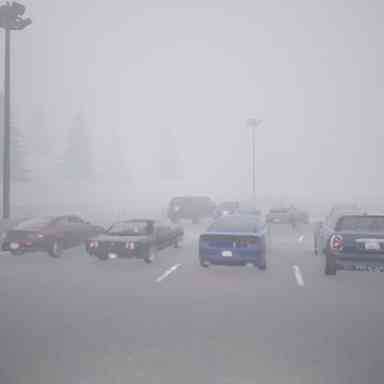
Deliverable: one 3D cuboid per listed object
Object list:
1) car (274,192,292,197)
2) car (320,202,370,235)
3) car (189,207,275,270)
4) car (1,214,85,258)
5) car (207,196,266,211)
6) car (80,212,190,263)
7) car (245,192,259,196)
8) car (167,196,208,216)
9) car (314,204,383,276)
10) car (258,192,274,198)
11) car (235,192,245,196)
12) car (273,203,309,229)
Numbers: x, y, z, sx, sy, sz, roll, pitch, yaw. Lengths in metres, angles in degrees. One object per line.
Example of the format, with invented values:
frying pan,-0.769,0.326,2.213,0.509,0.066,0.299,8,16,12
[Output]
car,20.499,0.708,73.352,2.128,1.511,4.902,-1,1,35
car,9.246,1.459,19.827,2.128,1.511,4.902,-1,0,32
car,1.595,1.469,11.100,1.882,1.535,5.008,-1,0,16
car,-5.136,1.577,13.019,1.812,1.442,4.674,-1,0,16
car,3.282,1.395,23.493,2.097,1.767,4.553,-1,0,32
car,-1.762,1.628,12.088,1.895,1.301,4.718,-1,0,16
car,14.730,0.748,77.317,1.837,1.490,4.892,-1,1,35
car,0.338,1.314,25.389,2.150,2.045,5.566,-1,0,32
car,4.954,1.323,10.111,2.097,1.767,4.553,0,0,16
car,17.615,0.755,75.335,2.033,1.411,5.357,-1,1,35
car,11.846,0.758,79.299,1.882,1.535,5.008,-1,1,35
car,6.272,1.491,21.673,2.128,1.511,4.902,-1,0,32
